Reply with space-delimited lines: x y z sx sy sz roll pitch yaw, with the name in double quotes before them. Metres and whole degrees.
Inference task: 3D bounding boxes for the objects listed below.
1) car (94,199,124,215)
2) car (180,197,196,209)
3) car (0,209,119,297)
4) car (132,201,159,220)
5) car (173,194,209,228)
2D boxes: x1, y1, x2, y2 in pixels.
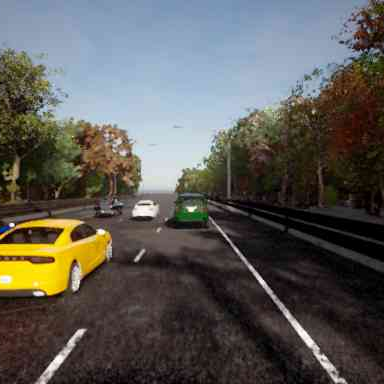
"car" -7.228 1.381 29.335 2.128 1.511 4.902 0 0 -1
"car" -0.546 1.371 42.315 1.812 1.442 4.674 0 0 -2
"car" -3.444 1.437 8.549 1.882 1.535 5.008 0 0 0
"car" -3.678 1.423 26.834 1.812 1.442 4.674 0 0 -1
"car" -0.089 1.134 21.734 2.150 2.045 5.566 0 0 -1
